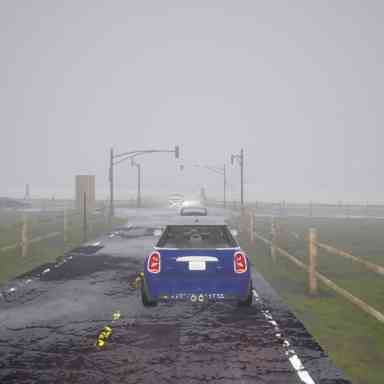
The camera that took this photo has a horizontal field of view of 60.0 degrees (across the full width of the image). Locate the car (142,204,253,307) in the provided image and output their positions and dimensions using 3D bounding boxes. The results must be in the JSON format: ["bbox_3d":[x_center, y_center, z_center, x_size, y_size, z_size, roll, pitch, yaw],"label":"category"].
[{"bbox_3d":[0.096,1.353,8.138,2.097,1.767,4.553,0,0,0],"label":"car"}]

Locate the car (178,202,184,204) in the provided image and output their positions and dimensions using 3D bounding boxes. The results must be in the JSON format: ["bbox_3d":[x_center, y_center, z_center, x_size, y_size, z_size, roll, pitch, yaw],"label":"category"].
[{"bbox_3d":[0.092,1.507,17.304,1.837,1.490,4.892,0,0,0],"label":"car"}]

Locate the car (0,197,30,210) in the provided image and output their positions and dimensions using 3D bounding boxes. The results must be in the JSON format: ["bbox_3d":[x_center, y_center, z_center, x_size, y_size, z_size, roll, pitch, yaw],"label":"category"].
[{"bbox_3d":[-20.079,1.216,36.424,4.181,1.385,1.994,1,0,0],"label":"car"}]

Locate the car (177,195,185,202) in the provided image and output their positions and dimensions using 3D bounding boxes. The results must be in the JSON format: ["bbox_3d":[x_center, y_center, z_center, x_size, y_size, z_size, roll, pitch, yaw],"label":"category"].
[{"bbox_3d":[-2.692,1.549,80.312,1.812,1.442,4.674,0,0,0],"label":"car"}]

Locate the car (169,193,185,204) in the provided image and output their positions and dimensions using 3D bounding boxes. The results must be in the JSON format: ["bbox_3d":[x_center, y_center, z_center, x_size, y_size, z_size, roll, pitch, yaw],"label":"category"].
[{"bbox_3d":[-2.833,1.237,59.949,2.150,2.045,5.566,0,0,0],"label":"car"}]

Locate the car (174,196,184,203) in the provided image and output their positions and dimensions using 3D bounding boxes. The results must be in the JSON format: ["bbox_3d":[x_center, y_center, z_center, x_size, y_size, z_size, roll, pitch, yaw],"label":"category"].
[{"bbox_3d":[-2.727,1.615,69.970,1.895,1.301,4.718,0,0,0],"label":"car"}]
